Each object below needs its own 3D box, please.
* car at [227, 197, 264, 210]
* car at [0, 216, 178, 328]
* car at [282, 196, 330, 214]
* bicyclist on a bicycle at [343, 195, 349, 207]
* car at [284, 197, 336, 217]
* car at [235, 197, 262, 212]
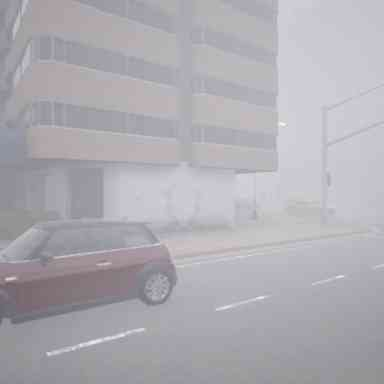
[{"bbox_3d":[6.960,1.478,43.816,1.882,1.535,5.008,0,0,-36],"label":"car"},{"bbox_3d":[-2.582,1.352,6.449,4.553,1.767,2.097,0,0,-35],"label":"car"},{"bbox_3d":[12.379,1.352,36.341,2.097,1.767,4.553,0,0,-36],"label":"car"},{"bbox_3d":[22.047,1.301,47.669,1.656,1.620,0.582,0,0,-36],"label":"bicyclist on a bicycle"},{"bbox_3d":[11.267,1.478,31.913,1.882,1.535,5.008,0,0,-36],"label":"car"},{"bbox_3d":[5.560,1.478,39.792,1.882,1.535,5.008,0,0,-36],"label":"car"}]
